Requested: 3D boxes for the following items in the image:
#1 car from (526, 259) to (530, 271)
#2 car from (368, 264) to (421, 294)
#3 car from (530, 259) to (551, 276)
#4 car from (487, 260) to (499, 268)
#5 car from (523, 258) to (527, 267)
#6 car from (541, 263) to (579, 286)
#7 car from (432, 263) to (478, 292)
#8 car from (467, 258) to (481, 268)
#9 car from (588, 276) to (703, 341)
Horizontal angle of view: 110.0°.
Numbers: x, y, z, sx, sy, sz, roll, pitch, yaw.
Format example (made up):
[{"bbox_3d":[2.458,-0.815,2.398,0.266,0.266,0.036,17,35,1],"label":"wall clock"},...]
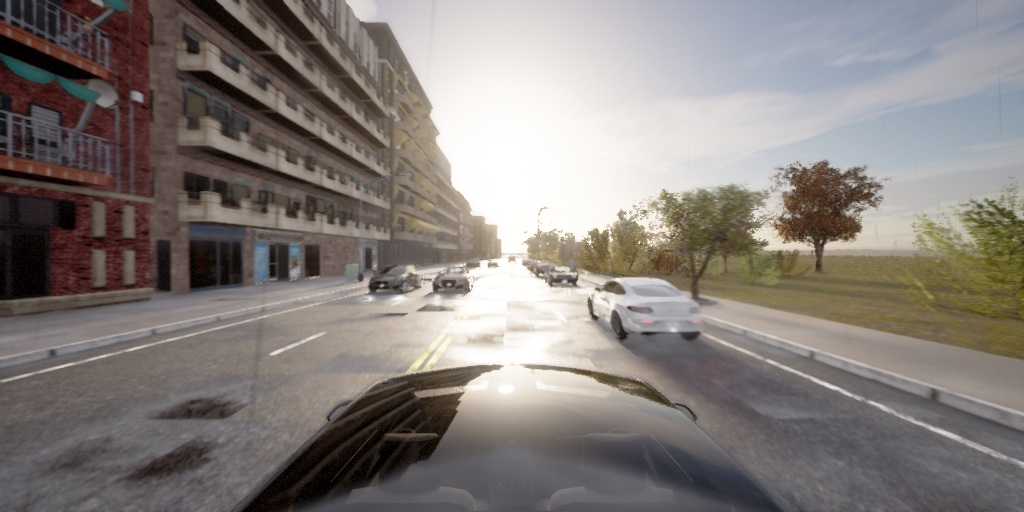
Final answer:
[{"bbox_3d":[3.252,1.323,47.506,1.994,1.385,4.181,0,0,0],"label":"car"},{"bbox_3d":[-6.592,1.256,20.580,1.837,1.490,4.892,0,0,0],"label":"car"},{"bbox_3d":[3.251,1.246,36.506,2.128,1.511,4.902,0,0,0],"label":"car"},{"bbox_3d":[-3.268,1.367,61.847,1.895,1.301,4.718,0,0,1],"label":"car"},{"bbox_3d":[3.252,1.313,58.506,2.033,1.411,5.357,0,0,0],"label":"car"},{"bbox_3d":[3.351,1.352,25.131,1.895,1.301,4.718,0,0,0],"label":"car"},{"bbox_3d":[-3.342,1.314,20.985,1.994,1.385,4.181,0,0,0],"label":"car"},{"bbox_3d":[-6.525,1.119,61.925,2.097,1.767,4.553,0,0,1],"label":"car"},{"bbox_3d":[3.350,1.276,9.750,1.812,1.442,4.674,0,0,0],"label":"car"}]
